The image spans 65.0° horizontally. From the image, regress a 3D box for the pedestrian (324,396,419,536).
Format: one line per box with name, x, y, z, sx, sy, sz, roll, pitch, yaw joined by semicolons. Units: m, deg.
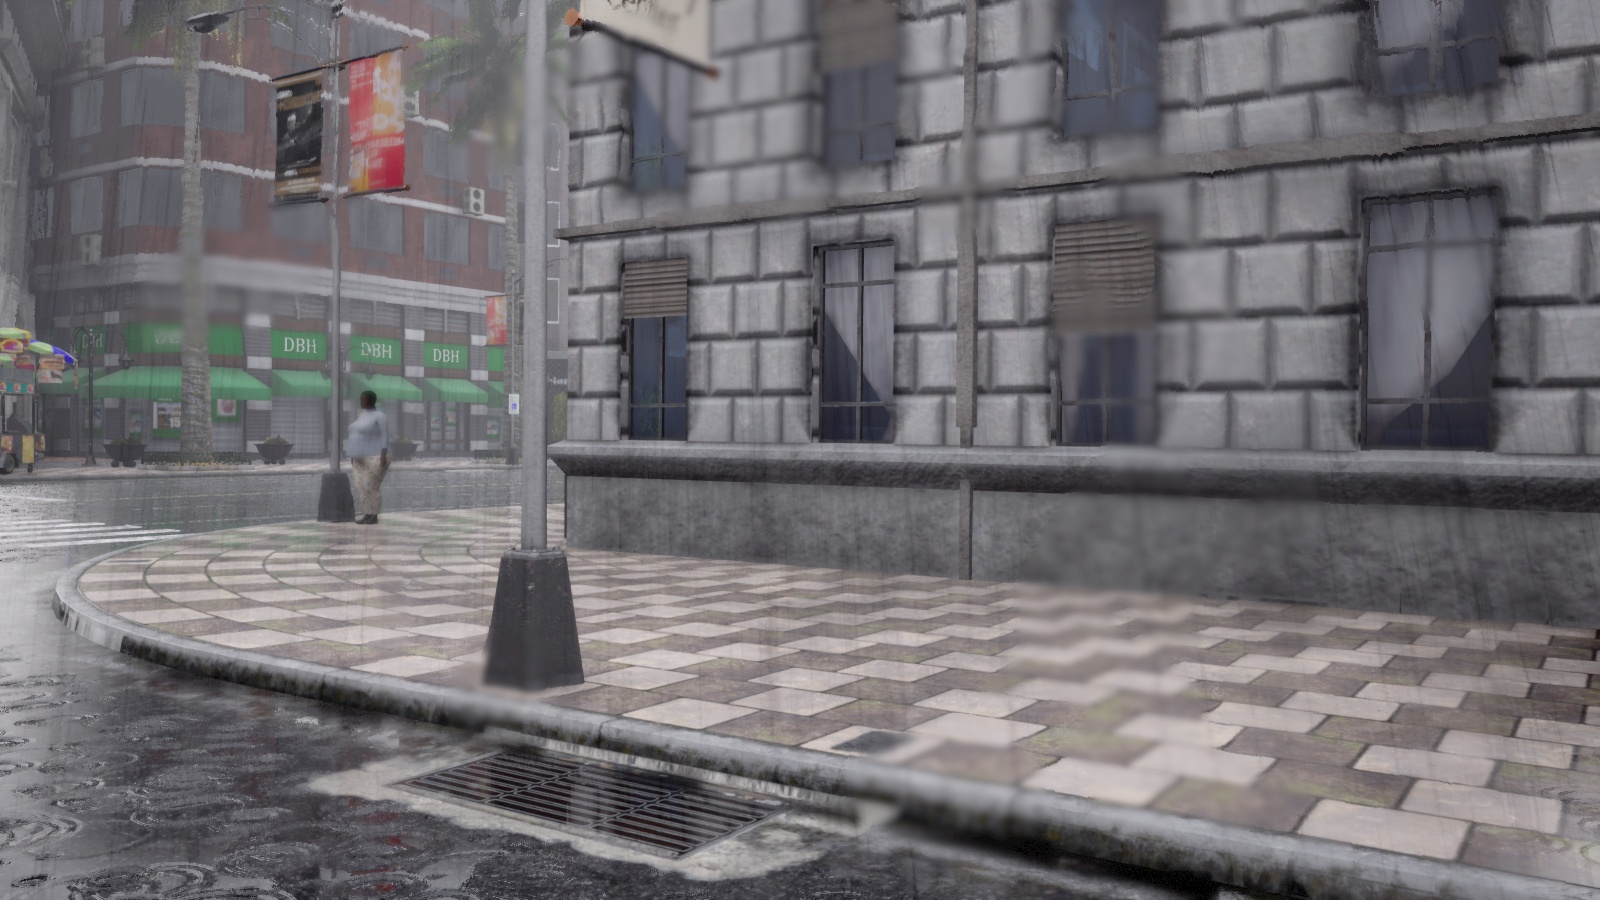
pedestrian;-5.903;0.205;17.316;0.874;1.855;0.900;0;1;42
